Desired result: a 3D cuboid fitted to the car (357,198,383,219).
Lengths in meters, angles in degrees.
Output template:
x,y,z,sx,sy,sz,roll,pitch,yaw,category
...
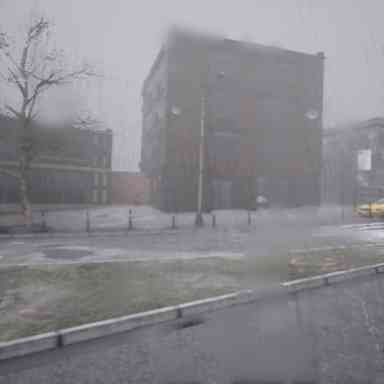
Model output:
x,y,z,sx,sy,sz,roll,pitch,yaw,category
14.200,1.016,23.566,5.366,1.575,1.946,-2,1,-21,car
